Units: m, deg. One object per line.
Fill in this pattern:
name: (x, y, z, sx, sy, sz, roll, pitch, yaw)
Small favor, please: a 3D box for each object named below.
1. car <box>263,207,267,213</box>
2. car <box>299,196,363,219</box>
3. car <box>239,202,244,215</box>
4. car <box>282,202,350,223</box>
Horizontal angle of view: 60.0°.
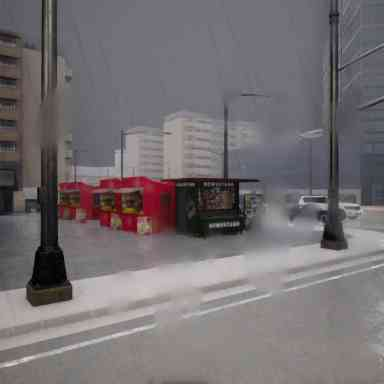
car: (5.982, 1.789, 37.722, 2.033, 1.411, 5.357, 0, -1, -36)
car: (12.004, 1.339, 29.432, 2.150, 2.045, 5.566, 0, -1, -36)
car: (3.992, 1.769, 34.499, 2.033, 1.411, 5.357, 0, -1, -37)
car: (9.675, 1.707, 26.702, 1.895, 1.301, 4.718, 0, -1, -37)
